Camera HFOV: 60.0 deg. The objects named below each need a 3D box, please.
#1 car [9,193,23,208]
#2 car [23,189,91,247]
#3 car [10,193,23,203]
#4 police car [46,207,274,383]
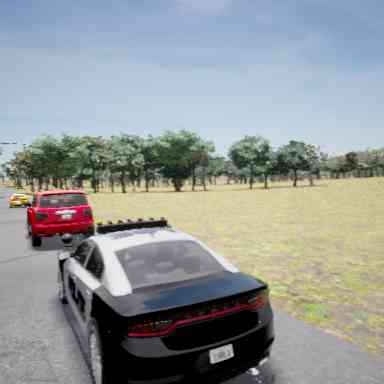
[{"bbox_3d":[-20.217,1.011,38.814,1.882,1.535,5.008,-3,2,-28],"label":"car"},{"bbox_3d":[-5.691,0.936,14.060,2.150,2.045,5.566,-3,2,-28],"label":"car"},{"bbox_3d":[-28.156,0.963,53.288,1.812,1.442,4.674,-3,2,-29],"label":"car"},{"bbox_3d":[-0.964,1.254,5.339,1.930,1.638,5.238,-3,2,-28],"label":"police car"}]
